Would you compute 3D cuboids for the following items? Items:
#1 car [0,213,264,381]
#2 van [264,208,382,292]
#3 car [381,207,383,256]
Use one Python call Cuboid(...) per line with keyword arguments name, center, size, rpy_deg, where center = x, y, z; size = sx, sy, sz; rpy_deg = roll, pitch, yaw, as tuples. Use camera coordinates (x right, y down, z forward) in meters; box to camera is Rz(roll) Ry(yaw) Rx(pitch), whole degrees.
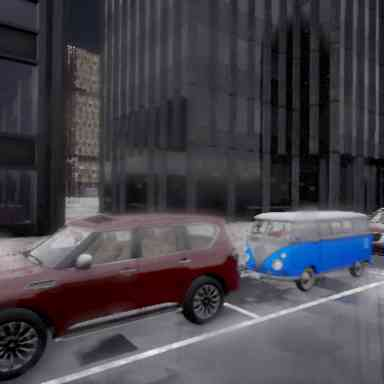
Cuboid(name="car", center=(-1.381, 1.337, 5.663), size=(5.009, 1.841, 2.192), rpy_deg=(1, 0, -36))
Cuboid(name="van", center=(3.181, 1.422, 8.923), size=(3.998, 1.788, 1.690), rpy_deg=(1, 0, -36))
Cuboid(name="car", center=(7.746, 1.455, 12.185), size=(5.009, 1.841, 2.192), rpy_deg=(1, 0, -36))
